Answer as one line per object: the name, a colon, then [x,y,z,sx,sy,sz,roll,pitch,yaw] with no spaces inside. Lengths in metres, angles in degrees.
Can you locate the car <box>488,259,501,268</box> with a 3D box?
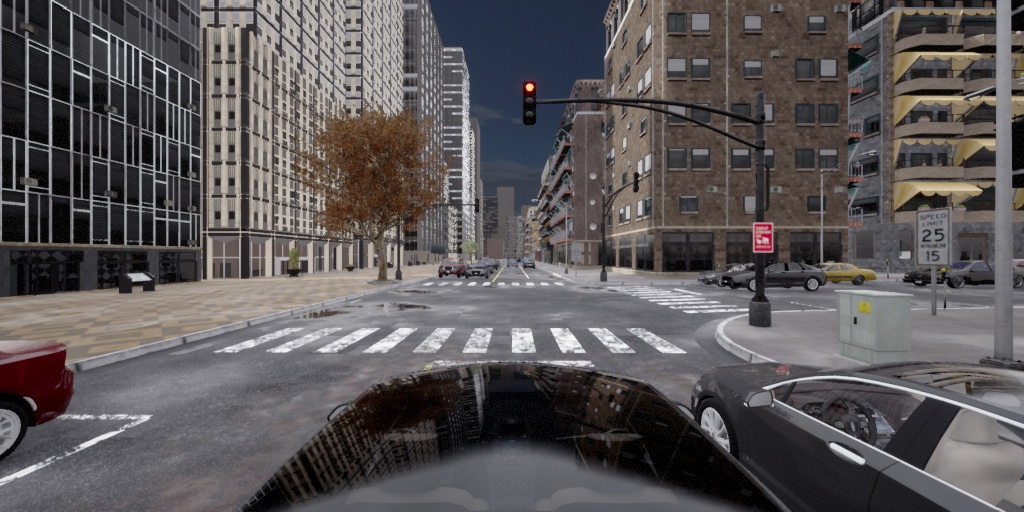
car: [-3.030,1.281,62.786,2.128,1.511,4.902,0,0,0]

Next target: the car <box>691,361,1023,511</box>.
car: [2.689,1.300,2.002,2.007,1.370,4.403,0,0,0]

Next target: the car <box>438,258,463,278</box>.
car: [-5.682,1.078,34.393,2.192,1.841,5.009,0,0,0]

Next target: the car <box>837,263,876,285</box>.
car: [18.838,0.992,21.468,4.829,1.417,1.751,0,0,-1]

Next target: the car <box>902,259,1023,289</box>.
car: [24.101,0.945,18.928,5.357,1.411,2.033,-1,0,0]

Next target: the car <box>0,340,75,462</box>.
car: [-5.691,1.295,2.005,1.888,1.381,4.507,0,0,0]

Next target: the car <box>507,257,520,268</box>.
car: [0.128,1.339,64.016,2.033,1.411,5.357,0,0,0]

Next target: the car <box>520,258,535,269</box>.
car: [2.706,1.348,56.481,1.948,1.339,4.313,0,0,0]

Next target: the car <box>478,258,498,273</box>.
car: [-3.088,1.317,42.259,2.033,1.411,5.357,0,0,0]

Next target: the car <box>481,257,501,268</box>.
car: [-3.074,1.130,52.408,2.097,1.767,4.553,0,0,0]

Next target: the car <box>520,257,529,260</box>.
car: [2.708,1.314,62.174,1.751,1.417,4.829,0,0,0]

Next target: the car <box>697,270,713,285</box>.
car: [13.441,1.095,21.415,4.403,1.370,2.007,0,0,-1]

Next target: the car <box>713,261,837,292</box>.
car: [13.656,1.047,18.837,4.892,1.490,1.837,-1,0,0]

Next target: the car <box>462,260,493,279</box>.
car: [-3.082,1.326,32.874,1.994,1.385,4.181,0,0,1]
